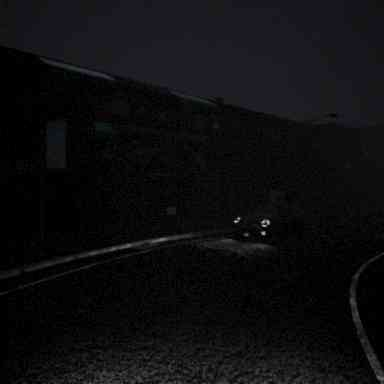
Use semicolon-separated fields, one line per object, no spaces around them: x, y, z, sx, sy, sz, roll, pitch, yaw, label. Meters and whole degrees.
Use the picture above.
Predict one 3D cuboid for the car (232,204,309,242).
4.076;1.427;16.910;2.097;1.767;4.553;2;0;45;car
